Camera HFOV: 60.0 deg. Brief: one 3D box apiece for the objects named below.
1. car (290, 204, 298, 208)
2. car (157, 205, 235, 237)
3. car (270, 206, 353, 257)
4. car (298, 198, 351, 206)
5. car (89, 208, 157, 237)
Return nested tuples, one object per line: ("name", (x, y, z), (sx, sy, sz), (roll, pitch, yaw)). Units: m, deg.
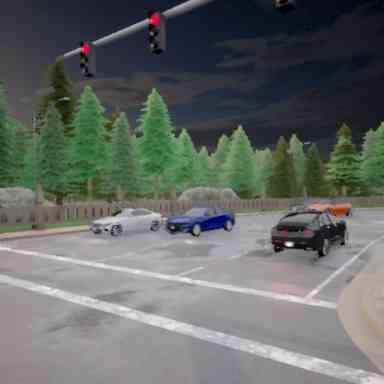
("car", (12.133, 1.529, 33.758), (4.902, 1.511, 2.128), (0, -1, -28))
("car", (0.558, 1.559, 19.074), (1.882, 1.535, 5.008), (-1, 0, 39))
("car", (4.744, 1.503, 13.159), (1.837, 1.490, 4.892), (-1, -1, 38))
("car", (12.182, 1.365, 29.746), (4.553, 1.767, 2.097), (0, 0, -30))
("car", (-3.690, 1.656, 19.348), (1.812, 1.442, 4.674), (-1, 0, 39))
